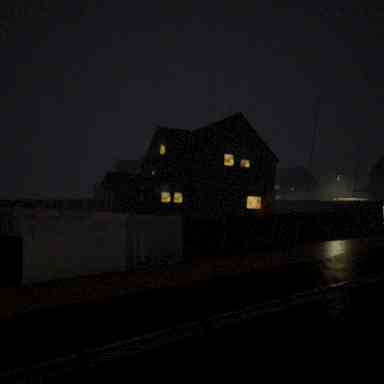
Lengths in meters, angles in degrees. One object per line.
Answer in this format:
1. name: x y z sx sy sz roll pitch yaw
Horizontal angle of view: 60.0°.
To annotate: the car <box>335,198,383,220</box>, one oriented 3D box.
1. car: 14.600 1.575 28.399 2.150 2.045 5.566 3 -2 -29
